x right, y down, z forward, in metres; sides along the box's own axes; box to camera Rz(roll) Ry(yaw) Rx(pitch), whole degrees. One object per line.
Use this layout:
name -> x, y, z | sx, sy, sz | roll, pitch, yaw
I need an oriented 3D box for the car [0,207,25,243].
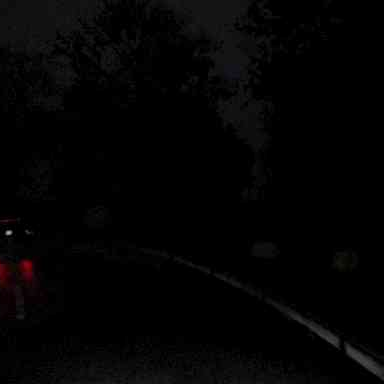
car -> -8.734, 1.238, 13.102 | 4.902, 1.511, 2.128 | 0, 1, 28
